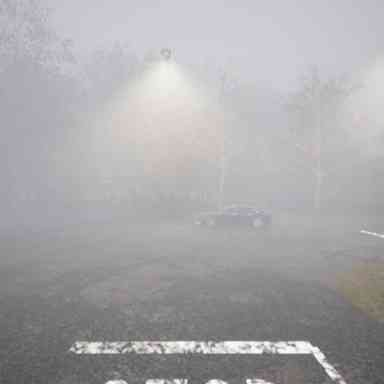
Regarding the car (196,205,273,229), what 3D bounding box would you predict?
[{"bbox_3d":[2.697,1.617,21.502,4.892,1.490,1.837,0,0,0],"label":"car"}]
